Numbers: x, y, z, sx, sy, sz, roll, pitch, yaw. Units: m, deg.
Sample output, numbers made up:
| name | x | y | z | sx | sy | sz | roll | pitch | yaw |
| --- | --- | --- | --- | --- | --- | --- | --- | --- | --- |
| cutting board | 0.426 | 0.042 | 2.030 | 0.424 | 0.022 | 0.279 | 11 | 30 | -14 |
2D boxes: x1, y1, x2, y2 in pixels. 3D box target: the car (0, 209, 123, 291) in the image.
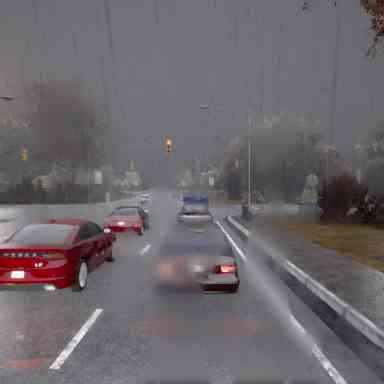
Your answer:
| name | x | y | z | sx | sy | sz | roll | pitch | yaw |
| --- | --- | --- | --- | --- | --- | --- | --- | --- | --- |
| car | -3.396 | 1.445 | 8.956 | 1.882 | 1.535 | 5.008 | 0 | 0 | 0 |

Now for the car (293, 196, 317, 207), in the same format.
| name | x | y | z | sx | sy | sz | roll | pitch | yaw |
| --- | --- | --- | --- | --- | --- | --- | --- | --- | --- |
| car | 16.005 | 1.221 | 43.282 | 5.357 | 1.411 | 2.033 | 0 | 1 | -3 |

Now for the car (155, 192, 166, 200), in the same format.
| name | x | y | z | sx | sy | sz | roll | pitch | yaw |
| --- | --- | --- | --- | --- | --- | --- | --- | --- | --- |
| car | -7.107 | 0.873 | 75.760 | 2.128 | 1.511 | 4.902 | 0 | 1 | -1 |

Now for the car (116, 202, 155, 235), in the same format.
| name | x | y | z | sx | sy | sz | roll | pitch | yaw |
| --- | --- | --- | --- | --- | --- | --- | --- | --- | --- |
| car | -3.395 | 1.458 | 17.943 | 1.994 | 1.385 | 4.181 | 0 | 0 | 0 |

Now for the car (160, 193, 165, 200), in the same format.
| name | x | y | z | sx | sy | sz | roll | pitch | yaw |
| --- | --- | --- | --- | --- | --- | --- | --- | --- | --- |
| car | -7.039 | 0.963 | 65.372 | 2.128 | 1.511 | 4.902 | 0 | 1 | 0 |

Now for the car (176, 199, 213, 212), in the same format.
| name | x | y | z | sx | sy | sz | roll | pitch | yaw |
| --- | --- | --- | --- | --- | --- | --- | --- | --- | --- |
| car | 0.133 | 1.380 | 18.575 | 2.128 | 1.511 | 4.902 | 0 | 0 | -1 |

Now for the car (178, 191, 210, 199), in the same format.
| name | x | y | z | sx | sy | sz | roll | pitch | yaw |
| --- | --- | --- | --- | --- | --- | --- | --- | --- | --- |
| car | 0.521 | 0.859 | 47.562 | 2.150 | 2.045 | 5.566 | -2 | 2 | -27 |

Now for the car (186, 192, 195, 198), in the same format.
| name | x | y | z | sx | sy | sz | roll | pitch | yaw |
| --- | --- | --- | --- | --- | --- | --- | --- | --- | --- |
| car | -0.473 | 0.716 | 86.142 | 2.128 | 1.511 | 4.902 | 0 | 1 | -4 |

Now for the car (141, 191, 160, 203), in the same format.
| name | x | y | z | sx | sy | sz | roll | pitch | yaw |
| --- | --- | --- | --- | --- | --- | --- | --- | --- | --- |
| car | -7.081 | 0.791 | 55.199 | 2.150 | 2.045 | 5.566 | 0 | 0 | 0 |

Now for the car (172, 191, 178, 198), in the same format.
| name | x | y | z | sx | sy | sz | roll | pitch | yaw |
| --- | --- | --- | --- | --- | --- | --- | --- | --- | --- |
| car | -3.885 | 0.753 | 84.328 | 2.128 | 1.511 | 4.902 | 0 | 1 | -3 |

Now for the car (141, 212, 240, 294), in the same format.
| name | x | y | z | sx | sy | sz | roll | pitch | yaw |
| --- | --- | --- | --- | --- | --- | --- | --- | --- | --- |
| car | 0.102 | 1.516 | 8.883 | 2.033 | 1.411 | 5.357 | 0 | 0 | 0 |
